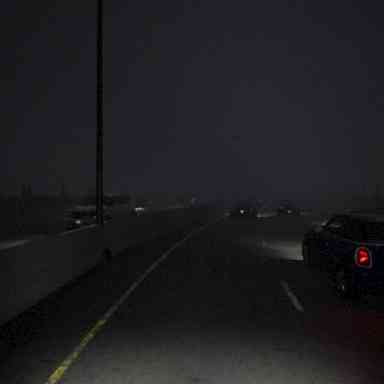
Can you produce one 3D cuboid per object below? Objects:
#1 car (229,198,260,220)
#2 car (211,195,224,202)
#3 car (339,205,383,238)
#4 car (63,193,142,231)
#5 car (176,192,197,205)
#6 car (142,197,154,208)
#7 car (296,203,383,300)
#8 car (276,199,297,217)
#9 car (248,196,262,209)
[{"bbox_3d":[4.118,1.407,26.300,1.994,1.385,4.181,0,0,13],"label":"car"},{"bbox_3d":[4.659,1.213,59.533,2.128,1.511,4.902,0,0,14],"label":"car"},{"bbox_3d":[9.316,1.462,17.550,1.994,1.385,4.181,0,0,12],"label":"car"},{"bbox_3d":[-4.975,1.086,18.841,2.150,2.045,5.566,0,0,12],"label":"car"},{"bbox_3d":[-0.787,0.954,51.873,2.150,2.045,5.566,0,0,14],"label":"car"},{"bbox_3d":[-6.499,1.311,43.110,1.994,1.385,4.181,0,0,14],"label":"car"},{"bbox_3d":[4.257,1.301,8.312,2.097,1.767,4.553,0,0,6],"label":"car"},{"bbox_3d":[8.235,1.366,28.582,1.812,1.442,4.674,0,0,13],"label":"car"},{"bbox_3d":[7.824,1.286,42.005,2.163,1.488,4.792,0,0,13],"label":"car"}]
